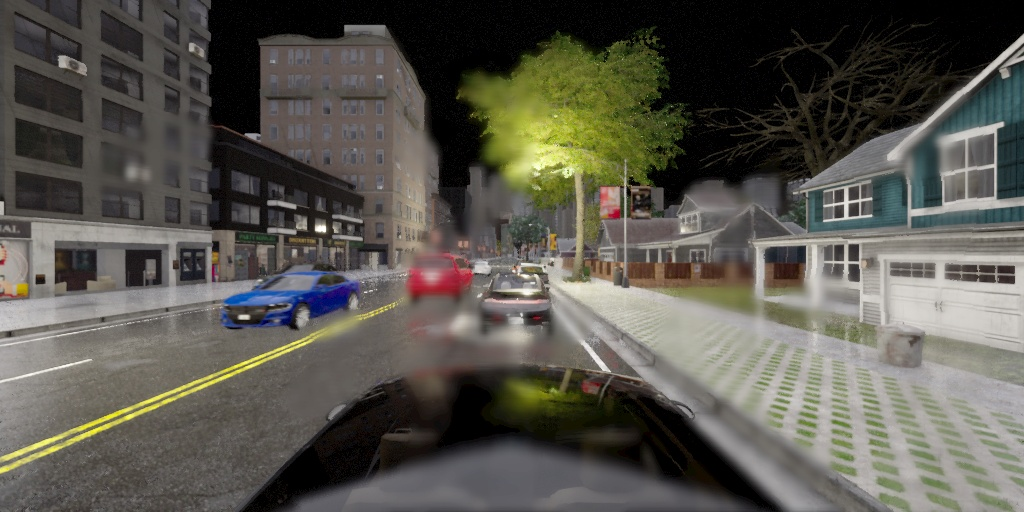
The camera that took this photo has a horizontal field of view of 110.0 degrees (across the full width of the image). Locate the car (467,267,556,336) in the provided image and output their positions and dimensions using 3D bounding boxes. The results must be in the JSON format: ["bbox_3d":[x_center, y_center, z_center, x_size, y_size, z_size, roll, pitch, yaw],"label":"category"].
[{"bbox_3d":[0.136,1.241,10.390,2.128,1.511,4.902,0,0,0],"label":"car"}]

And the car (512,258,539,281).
[{"bbox_3d":[1.097,1.090,30.500,2.097,1.767,4.553,0,0,0],"label":"car"}]

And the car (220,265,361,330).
[{"bbox_3d":[-6.560,1.227,11.289,1.882,1.535,5.008,0,0,0],"label":"car"}]

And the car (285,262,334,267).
[{"bbox_3d":[-9.786,1.099,16.820,2.097,1.767,4.553,0,0,0],"label":"car"}]

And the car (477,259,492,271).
[{"bbox_3d":[-3.005,1.261,35.685,1.812,1.442,4.674,0,0,0],"label":"car"}]

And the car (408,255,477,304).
[{"bbox_3d":[-3.087,0.969,16.497,2.150,2.045,5.566,0,0,0],"label":"car"}]

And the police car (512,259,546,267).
[{"bbox_3d":[1.055,1.171,20.639,1.930,1.638,5.238,0,0,0],"label":"police car"}]
